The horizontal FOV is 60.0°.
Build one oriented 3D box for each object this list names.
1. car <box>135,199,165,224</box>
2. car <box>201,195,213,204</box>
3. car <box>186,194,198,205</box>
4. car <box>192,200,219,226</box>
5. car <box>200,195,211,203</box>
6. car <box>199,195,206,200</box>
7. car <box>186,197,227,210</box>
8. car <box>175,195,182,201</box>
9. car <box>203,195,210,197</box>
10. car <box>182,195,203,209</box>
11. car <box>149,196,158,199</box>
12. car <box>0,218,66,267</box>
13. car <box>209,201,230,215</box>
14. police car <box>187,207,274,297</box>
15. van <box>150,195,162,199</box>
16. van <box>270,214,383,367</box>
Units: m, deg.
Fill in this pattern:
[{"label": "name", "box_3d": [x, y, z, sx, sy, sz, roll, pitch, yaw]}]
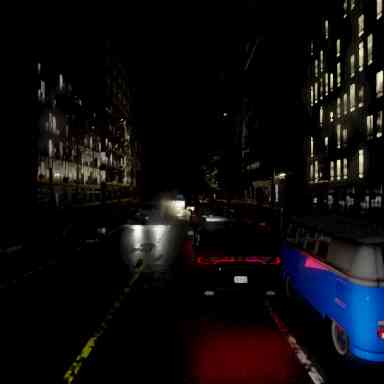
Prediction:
[{"label": "car", "box_3d": [-3.071, 1.525, 25.048, 1.812, 1.442, 4.674, 0, 0, 0]}, {"label": "car", "box_3d": [2.763, 1.410, 62.563, 1.967, 1.590, 4.097, 0, 0, 0]}, {"label": "car", "box_3d": [0.068, 1.327, 59.392, 2.097, 1.767, 4.553, 0, 0, 0]}, {"label": "car", "box_3d": [0.929, 1.455, 24.850, 1.801, 1.575, 5.366, 0, 0, 0]}, {"label": "car", "box_3d": [2.769, 1.401, 68.255, 1.967, 1.590, 4.097, 0, 0, 0]}, {"label": "car", "box_3d": [2.796, 1.462, 91.025, 1.887, 1.381, 4.507, 0, 0, 0]}, {"label": "car", "box_3d": [0.873, 1.351, 18.622, 2.097, 1.767, 4.553, 0, 0, 0]}, {"label": "car", "box_3d": [-2.909, 1.420, 79.160, 1.882, 1.535, 5.008, 0, 0, 0]}, {"label": "car", "box_3d": [2.743, 1.544, 45.485, 2.008, 1.369, 4.403, 0, 0, 0]}, {"label": "car", "box_3d": [0.060, 1.345, 45.440, 2.097, 1.767, 4.553, 0, 0, 0]}, {"label": "car", "box_3d": [-5.644, 1.548, 39.806, 2.008, 1.369, 4.403, 0, 0, 0]}, {"label": "car", "box_3d": [-5.677, 1.582, 11.343, 1.802, 1.307, 4.206, 0, 0, 0]}, {"label": "car", "box_3d": [2.730, 1.581, 34.100, 1.802, 1.307, 4.206, 0, 0, 0]}, {"label": "police car", "box_3d": [0.911, 1.425, 8.769, 1.930, 1.638, 5.238, 0, 0, 0]}, {"label": "van", "box_3d": [-5.630, 1.328, 51.191, 1.690, 1.788, 3.998, 0, 0, 0]}, {"label": "van", "box_3d": [2.698, 1.341, 5.639, 1.690, 1.788, 3.998, 0, 0, 0]}]
